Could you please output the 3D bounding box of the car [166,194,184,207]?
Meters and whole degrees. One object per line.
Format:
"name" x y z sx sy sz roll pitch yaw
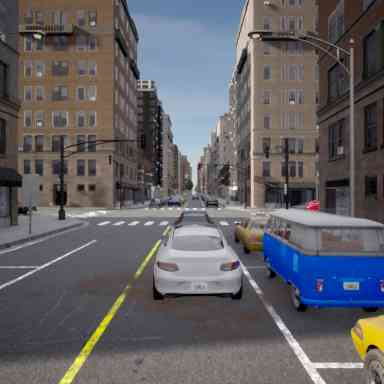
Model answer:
"car" -2.693 1.483 52.224 1.882 1.535 5.008 0 0 1

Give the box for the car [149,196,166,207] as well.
"car" -5.473 1.588 50.897 1.802 1.307 4.206 1 0 1

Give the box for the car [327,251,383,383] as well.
"car" 2.678 1.526 1.941 1.752 1.417 4.829 1 0 0

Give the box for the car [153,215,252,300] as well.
"car" 0.086 1.527 8.293 1.812 1.442 4.674 0 0 -1

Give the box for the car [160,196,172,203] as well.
"car" -5.240 1.549 67.483 1.887 1.381 4.507 1 0 1

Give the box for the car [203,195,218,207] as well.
"car" 3.052 1.571 50.782 1.947 1.339 4.313 1 0 1

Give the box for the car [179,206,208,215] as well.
"car" 0.110 1.567 15.629 1.994 1.385 4.181 0 0 0

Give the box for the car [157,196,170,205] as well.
"car" -5.318 1.556 61.955 2.008 1.369 4.403 1 0 1

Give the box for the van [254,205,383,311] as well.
"van" 2.686 1.342 7.445 1.690 1.788 3.998 1 0 0

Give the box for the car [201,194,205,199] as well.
"car" 3.207 1.555 61.842 2.008 1.369 4.403 1 0 1

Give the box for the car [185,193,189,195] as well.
"car" -2.326 1.359 72.011 2.097 1.767 4.553 0 0 1

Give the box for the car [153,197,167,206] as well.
"car" -5.395 1.572 56.426 1.947 1.339 4.313 1 0 1

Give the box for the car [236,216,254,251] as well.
"car" 2.692 1.528 13.288 1.752 1.417 4.829 1 0 0

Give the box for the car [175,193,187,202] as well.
"car" -2.533 1.483 61.884 1.882 1.535 5.008 0 0 1

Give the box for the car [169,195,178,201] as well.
"car" -4.931 1.566 89.598 1.947 1.339 4.313 1 0 1

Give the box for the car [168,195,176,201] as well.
"car" -5.010 1.527 83.900 1.752 1.417 4.829 1 0 1

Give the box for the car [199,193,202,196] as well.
"car" 3.594 1.550 89.493 2.008 1.369 4.403 1 0 1

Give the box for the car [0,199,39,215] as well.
"car" -18.055 1.411 32.354 5.357 1.411 2.033 0 -1 0

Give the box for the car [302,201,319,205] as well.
"car" 15.166 1.355 35.538 5.566 2.045 2.150 1 -1 0

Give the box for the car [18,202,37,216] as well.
"car" -16.514 1.444 29.087 4.718 1.301 1.895 0 -1 1

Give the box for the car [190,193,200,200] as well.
"car" 0.951 1.523 91.829 1.812 1.442 4.674 0 0 1

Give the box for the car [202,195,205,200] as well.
"car" 3.130 1.549 56.312 1.887 1.381 4.507 1 0 1
